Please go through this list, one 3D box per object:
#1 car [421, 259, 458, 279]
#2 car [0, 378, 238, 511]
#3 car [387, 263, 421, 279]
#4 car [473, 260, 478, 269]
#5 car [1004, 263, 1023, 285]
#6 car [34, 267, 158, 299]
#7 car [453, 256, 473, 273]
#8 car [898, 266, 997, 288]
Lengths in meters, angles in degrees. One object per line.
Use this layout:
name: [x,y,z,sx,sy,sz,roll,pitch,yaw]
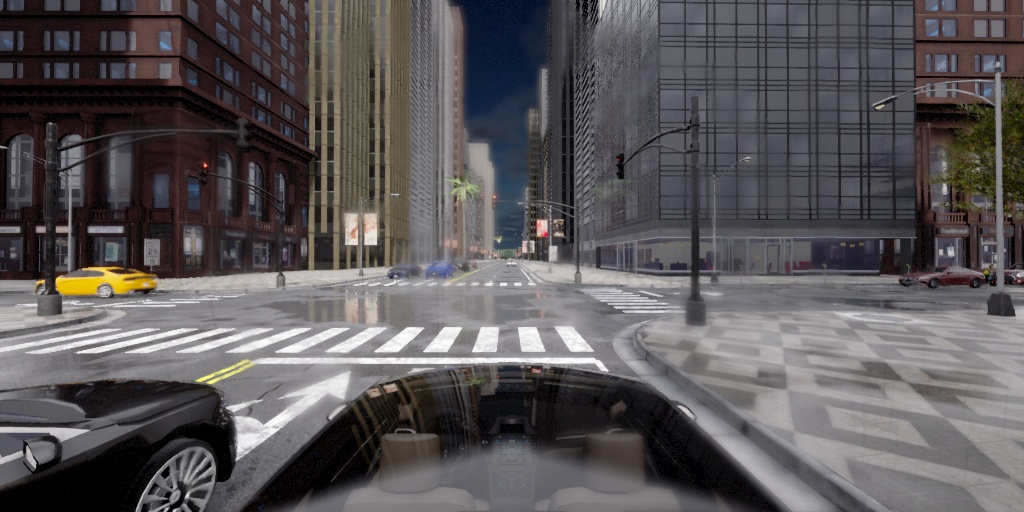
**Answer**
car: [-6.658,1.292,33.591,1.882,1.535,5.008,0,0,2]
car: [-3.138,1.241,0.952,2.128,1.511,4.902,0,0,-1]
car: [-9.877,1.361,33.559,2.033,1.411,5.357,0,0,3]
car: [-6.687,1.434,58.973,1.812,1.442,4.674,0,0,-1]
car: [32.064,1.118,22.151,4.097,1.591,1.967,0,0,-1]
car: [-21.170,1.329,18.334,5.008,1.535,1.882,0,0,0]
car: [-6.683,1.074,45.900,2.150,2.045,5.566,0,0,0]
car: [26.426,1.276,22.052,4.207,1.307,1.802,0,0,-1]
